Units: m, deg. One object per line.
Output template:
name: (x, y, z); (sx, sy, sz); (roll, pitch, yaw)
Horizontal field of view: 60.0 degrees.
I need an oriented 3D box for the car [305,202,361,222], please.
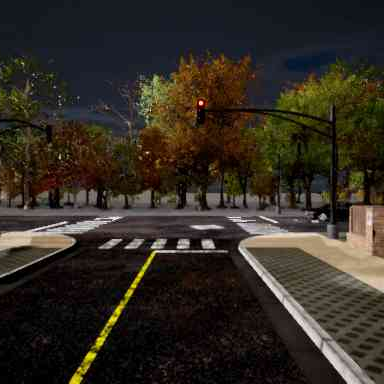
car: (11.459, 1.552, 26.354); (4.892, 1.490, 1.837); (1, 0, 0)
